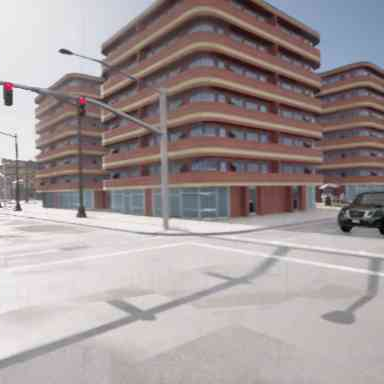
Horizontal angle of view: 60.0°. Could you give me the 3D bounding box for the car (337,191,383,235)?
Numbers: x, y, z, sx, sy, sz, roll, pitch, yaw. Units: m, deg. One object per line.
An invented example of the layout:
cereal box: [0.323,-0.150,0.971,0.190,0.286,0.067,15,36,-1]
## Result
car: [9.785,0.978,17.476,5.566,2.045,2.150,-1,0,-41]
